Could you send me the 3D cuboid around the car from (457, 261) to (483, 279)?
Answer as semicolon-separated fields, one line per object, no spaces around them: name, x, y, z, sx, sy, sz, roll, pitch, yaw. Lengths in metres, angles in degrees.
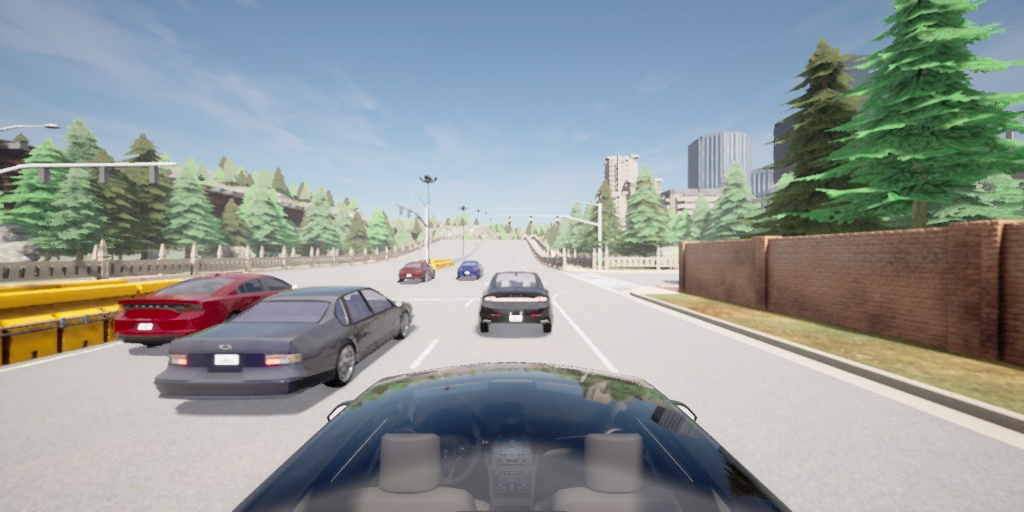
car;-3.408;1.104;29.659;1.812;1.442;4.674;0;0;0

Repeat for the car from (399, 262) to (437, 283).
car;-6.907;1.124;26.326;1.812;1.442;4.674;0;0;0

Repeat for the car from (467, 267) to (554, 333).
car;0.126;1.187;10.527;2.128;1.511;4.902;0;0;1

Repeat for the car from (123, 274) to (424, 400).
car;-3.401;1.266;6.780;2.033;1.411;5.357;0;0;0

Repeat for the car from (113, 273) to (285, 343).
car;-6.902;1.182;9.223;1.882;1.535;5.008;0;0;0
